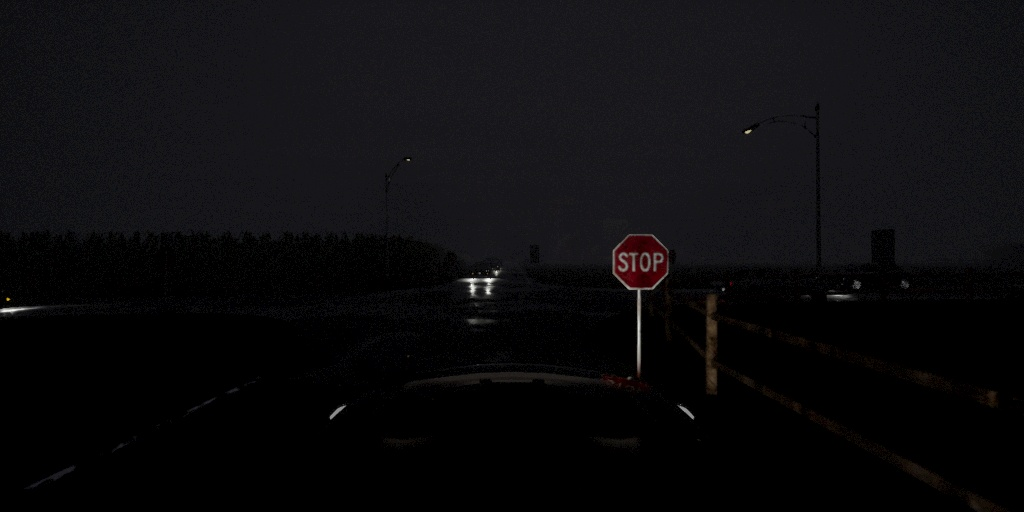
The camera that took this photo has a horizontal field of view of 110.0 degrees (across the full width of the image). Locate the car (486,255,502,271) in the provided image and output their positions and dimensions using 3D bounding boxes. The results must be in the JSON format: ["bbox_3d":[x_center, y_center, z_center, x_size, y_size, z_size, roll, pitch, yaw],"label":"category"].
[{"bbox_3d":[-2.893,1.035,51.616,2.150,2.045,5.566,0,0,0],"label":"car"}]

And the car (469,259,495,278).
[{"bbox_3d":[-2.885,1.282,34.277,1.837,1.490,4.892,0,0,0],"label":"car"}]

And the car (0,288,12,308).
[{"bbox_3d":[-22.409,1.454,13.737,4.181,1.385,1.994,0,0,-5],"label":"car"}]

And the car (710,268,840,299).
[{"bbox_3d":[12.207,1.277,16.969,4.718,1.301,1.895,0,0,-1],"label":"car"}]

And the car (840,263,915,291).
[{"bbox_3d":[19.863,1.148,20.272,4.892,1.490,1.837,0,0,-5],"label":"car"}]
